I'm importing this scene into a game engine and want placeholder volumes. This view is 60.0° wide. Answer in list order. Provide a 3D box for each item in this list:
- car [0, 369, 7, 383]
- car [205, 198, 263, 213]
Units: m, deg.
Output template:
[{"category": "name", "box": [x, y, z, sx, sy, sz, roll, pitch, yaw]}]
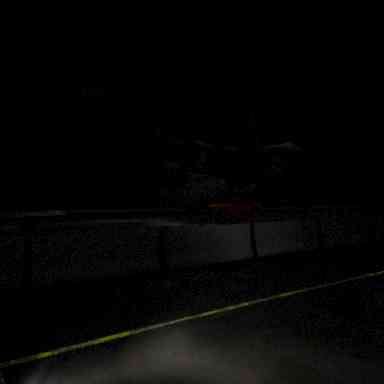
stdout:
[{"category": "car", "box": [-3.244, 1.341, 1.341, 4.553, 1.767, 2.097, 0, 0, -36]}, {"category": "car", "box": [3.345, 1.141, 26.366, 5.008, 1.535, 1.882, 0, 0, -29]}]
